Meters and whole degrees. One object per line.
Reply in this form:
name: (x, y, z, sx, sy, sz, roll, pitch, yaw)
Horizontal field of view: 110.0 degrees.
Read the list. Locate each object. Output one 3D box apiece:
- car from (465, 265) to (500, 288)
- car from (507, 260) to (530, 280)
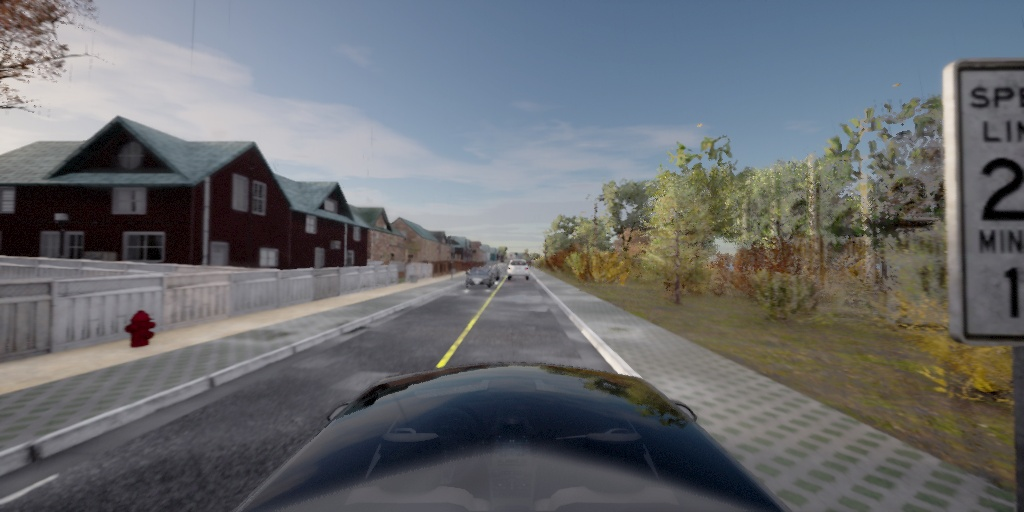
car: (-2.342, 1.583, 27.063, 2.128, 1.511, 4.902, 0, -1, 1)
car: (0.681, 1.430, 37.728, 2.150, 2.045, 5.566, 0, -1, 2)
